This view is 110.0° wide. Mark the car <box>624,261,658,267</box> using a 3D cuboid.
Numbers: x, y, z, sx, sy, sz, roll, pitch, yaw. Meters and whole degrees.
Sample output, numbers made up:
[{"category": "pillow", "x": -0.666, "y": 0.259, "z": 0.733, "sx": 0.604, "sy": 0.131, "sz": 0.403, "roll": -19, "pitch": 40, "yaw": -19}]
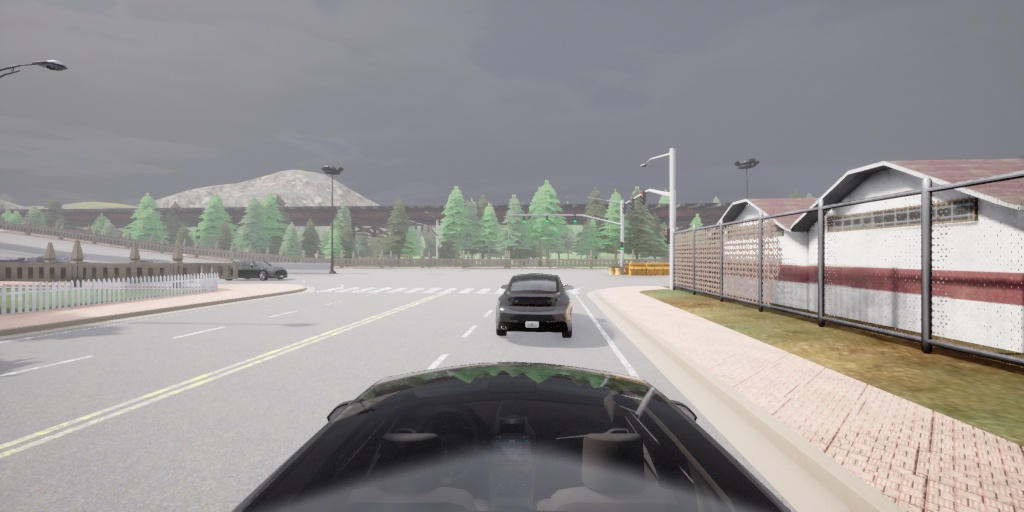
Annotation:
[{"category": "car", "x": 15.737, "y": 1.351, "z": 41.492, "sx": 4.718, "sy": 1.301, "sz": 1.895, "roll": 0, "pitch": 0, "yaw": 4}]

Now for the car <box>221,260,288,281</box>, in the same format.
[{"category": "car", "x": -21.182, "y": 1.101, "z": 29.727, "sx": 4.553, "sy": 1.767, "sz": 2.097, "roll": 0, "pitch": 0, "yaw": 6}]

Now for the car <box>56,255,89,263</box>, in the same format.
[{"category": "car", "x": -44.038, "y": 0.626, "z": 34.898, "sx": 5.357, "sy": 1.411, "sz": 2.033, "roll": 4, "pitch": 0, "yaw": 4}]

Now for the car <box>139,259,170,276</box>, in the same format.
[{"category": "car", "x": -30.602, "y": 1.256, "z": 30.435, "sx": 5.357, "sy": 1.411, "sz": 2.033, "roll": 1, "pitch": 0, "yaw": 4}]

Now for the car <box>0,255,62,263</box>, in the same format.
[{"category": "car", "x": -42.922, "y": 0.779, "z": 31.315, "sx": 4.718, "sy": 1.301, "sz": 1.895, "roll": 4, "pitch": 0, "yaw": 4}]

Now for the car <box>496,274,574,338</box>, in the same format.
[{"category": "car", "x": 0.695, "y": 1.255, "z": 10.266, "sx": 1.837, "sy": 1.490, "sz": 4.892, "roll": 0, "pitch": 0, "yaw": 6}]
